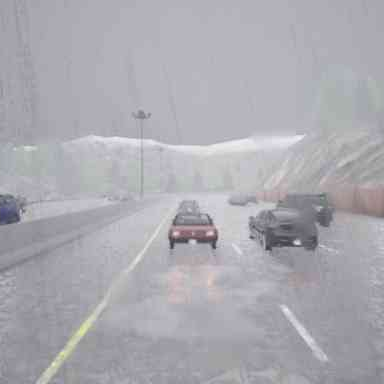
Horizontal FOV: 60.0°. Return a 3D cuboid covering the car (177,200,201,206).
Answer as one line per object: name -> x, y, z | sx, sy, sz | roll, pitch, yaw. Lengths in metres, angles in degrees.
car -> -0.246, 1.375, 27.640 | 2.033, 1.411, 5.357 | 0, 0, -1

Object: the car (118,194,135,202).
car -> -11.664, 1.122, 60.980 | 1.837, 1.490, 4.892 | 0, 1, -1

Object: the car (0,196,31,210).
car -> -21.720, 1.233, 40.367 | 2.128, 1.511, 4.902 | 0, 0, -1

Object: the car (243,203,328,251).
car -> 3.534, 1.422, 13.637 | 1.837, 1.490, 4.892 | 0, 1, -1

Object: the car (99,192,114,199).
car -> -18.950, 0.777, 73.751 | 2.033, 1.411, 5.357 | 0, 0, -1

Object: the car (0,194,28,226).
car -> -10.705, 1.116, 16.510 | 2.150, 2.045, 5.566 | 0, 0, -1

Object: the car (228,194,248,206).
car -> 6.278, 1.270, 47.463 | 1.994, 1.385, 4.181 | 0, 0, -1

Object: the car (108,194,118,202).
car -> -15.258, 1.084, 65.553 | 2.128, 1.511, 4.902 | 0, 0, -1

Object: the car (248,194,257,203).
car -> 9.586, 1.160, 55.743 | 1.837, 1.490, 4.892 | 0, 0, -1

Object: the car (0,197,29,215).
car -> -18.057, 1.269, 32.602 | 1.882, 1.535, 5.008 | 0, 0, -1

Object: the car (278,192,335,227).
car -> 6.933, 1.092, 21.244 | 2.150, 2.045, 5.566 | 0, 1, -1

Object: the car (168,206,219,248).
car -> 0.014, 1.511, 14.260 | 1.895, 1.301, 4.718 | 0, 0, -1

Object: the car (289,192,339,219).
car -> 10.260, 1.047, 28.629 | 2.150, 2.045, 5.566 | 0, 1, -2
